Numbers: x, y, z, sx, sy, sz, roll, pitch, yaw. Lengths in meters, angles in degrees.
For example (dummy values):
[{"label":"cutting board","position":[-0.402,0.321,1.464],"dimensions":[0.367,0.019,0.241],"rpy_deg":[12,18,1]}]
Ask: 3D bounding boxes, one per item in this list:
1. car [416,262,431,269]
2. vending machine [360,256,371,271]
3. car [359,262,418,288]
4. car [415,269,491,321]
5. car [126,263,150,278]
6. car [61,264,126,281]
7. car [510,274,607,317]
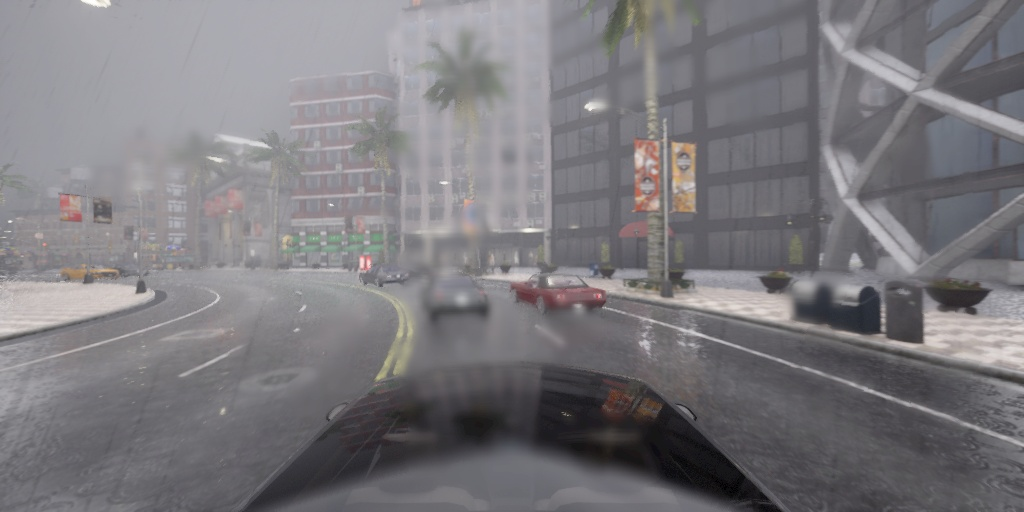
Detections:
[{"label":"car","position":[-8.264,1.233,28.955],"dimensions":[1.837,1.490,4.892],"rpy_deg":[0,0,-43]},{"label":"vending machine","position":[-18.719,0.965,45.916],"dimensions":[0.880,2.100,1.100],"rpy_deg":[0,0,27]},{"label":"car","position":[-8.633,1.298,24.208],"dimensions":[2.033,1.411,5.357],"rpy_deg":[-1,0,-40]},{"label":"car","position":[-2.125,1.290,12.620],"dimensions":[1.994,1.385,4.181],"rpy_deg":[-1,0,-19]},{"label":"car","position":[-40.662,1.530,37.654],"dimensions":[4.902,1.511,2.128],"rpy_deg":[-1,0,11]},{"label":"car","position":[-39.817,1.522,33.890],"dimensions":[5.008,1.535,1.882],"rpy_deg":[-1,0,12]},{"label":"car","position":[1.407,1.289,13.104],"dimensions":[1.895,1.301,4.718],"rpy_deg":[-1,0,-18]}]
